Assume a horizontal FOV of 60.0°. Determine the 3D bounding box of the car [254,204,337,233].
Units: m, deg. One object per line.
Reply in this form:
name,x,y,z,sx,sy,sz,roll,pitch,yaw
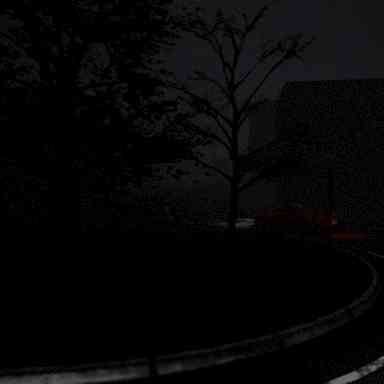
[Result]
car,5.885,1.449,19.562,1.882,1.535,5.008,0,-1,-37
